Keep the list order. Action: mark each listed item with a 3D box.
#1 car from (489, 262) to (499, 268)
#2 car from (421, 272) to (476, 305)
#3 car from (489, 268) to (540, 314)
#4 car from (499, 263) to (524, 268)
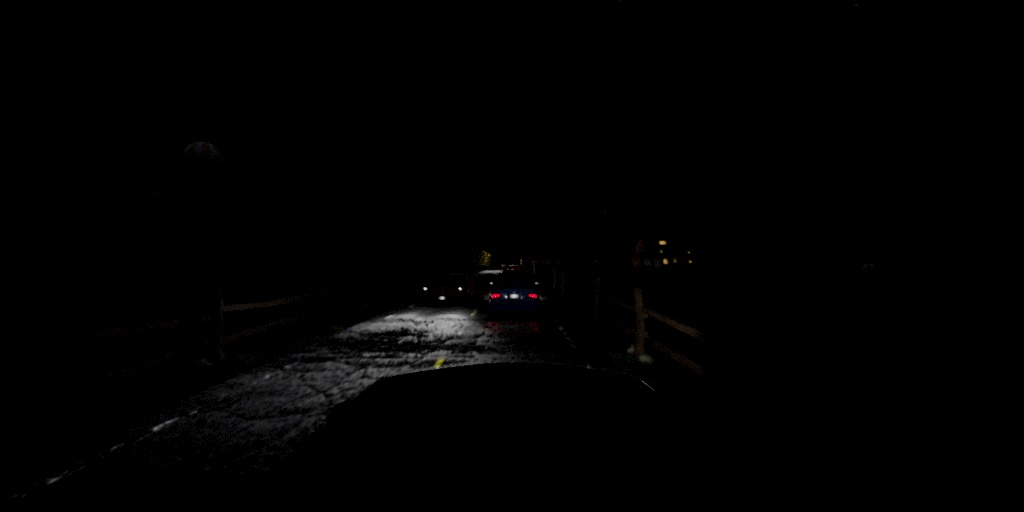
[{"bbox_3d":[-2.775,1.688,59.364,1.895,1.301,4.718,0,0,1],"label":"car"},{"bbox_3d":[-2.847,1.436,16.894,1.895,1.301,4.718,0,0,0],"label":"car"},{"bbox_3d":[0.083,1.367,14.156,2.033,1.411,5.357,0,0,0],"label":"car"},{"bbox_3d":[0.112,1.429,34.418,2.128,1.511,4.902,0,0,0],"label":"car"}]
